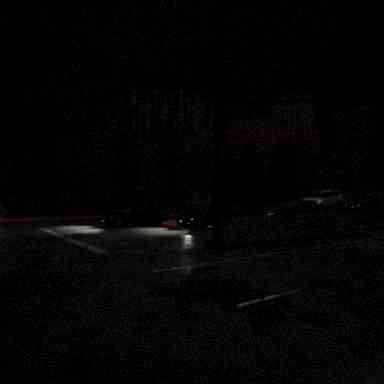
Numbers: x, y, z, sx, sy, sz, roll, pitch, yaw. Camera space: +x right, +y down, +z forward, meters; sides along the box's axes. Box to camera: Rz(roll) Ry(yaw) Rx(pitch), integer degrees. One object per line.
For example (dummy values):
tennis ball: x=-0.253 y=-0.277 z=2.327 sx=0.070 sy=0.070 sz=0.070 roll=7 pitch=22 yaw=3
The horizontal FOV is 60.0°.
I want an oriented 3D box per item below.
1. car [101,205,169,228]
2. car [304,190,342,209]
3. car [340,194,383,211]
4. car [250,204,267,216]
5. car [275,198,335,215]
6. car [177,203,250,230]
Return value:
car: x=-3.832 y=1.606 z=22.761 sx=4.674 sy=1.442 sz=1.812 roll=0 pitch=0 yaw=-34
car: x=13.765 y=0.872 z=35.204 sx=5.566 sy=2.045 sz=2.150 roll=-4 pitch=2 yaw=-35
car: x=17.431 y=1.018 z=33.501 sx=4.892 sy=1.490 sz=1.837 roll=-5 pitch=3 yaw=-35
car: x=3.984 y=1.648 z=28.297 sx=5.357 sy=1.411 sz=2.033 roll=-1 pitch=0 yaw=-36
car: x=9.258 y=1.566 z=27.724 sx=5.357 sy=1.411 sz=2.033 roll=-2 pitch=1 yaw=-35
car: x=1.270 y=1.608 z=22.057 sx=4.892 sy=1.490 sz=1.837 roll=1 pitch=0 yaw=-35
